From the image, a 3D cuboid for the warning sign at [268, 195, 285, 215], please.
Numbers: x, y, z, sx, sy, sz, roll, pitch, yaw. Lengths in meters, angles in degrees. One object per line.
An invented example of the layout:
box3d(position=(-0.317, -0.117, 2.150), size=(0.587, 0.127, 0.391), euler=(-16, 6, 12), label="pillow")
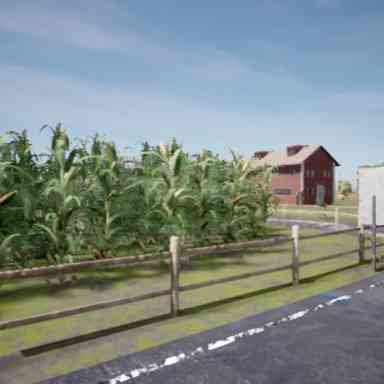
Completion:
box3d(position=(8.425, 1.272, 33.053), size=(1.300, 1.860, 1.060), euler=(0, 0, -38), label="warning sign")
